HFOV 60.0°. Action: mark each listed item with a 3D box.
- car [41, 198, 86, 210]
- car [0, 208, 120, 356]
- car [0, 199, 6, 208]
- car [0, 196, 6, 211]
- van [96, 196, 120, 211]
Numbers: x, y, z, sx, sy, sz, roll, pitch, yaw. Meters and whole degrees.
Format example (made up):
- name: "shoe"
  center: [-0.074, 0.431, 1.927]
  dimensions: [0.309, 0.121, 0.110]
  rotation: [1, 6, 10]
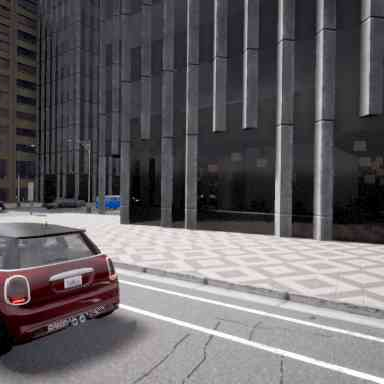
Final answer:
- name: "car"
  center: [-15.977, 1.460, 41.623]
  dimensions: [2.033, 1.411, 5.357]
  rotation: [1, 1, 36]
- name: "car"
  center: [-3.496, 1.349, 6.171]
  dimensions: [4.553, 1.767, 2.097]
  rotation: [0, 0, 35]
- name: "car"
  center: [-21.564, 1.277, 33.801]
  dimensions: [2.097, 1.767, 4.553]
  rotation: [1, 1, 35]
- name: "car"
  center: [-22.994, 1.323, 36.449]
  dimensions: [1.967, 1.590, 4.097]
  rotation: [1, 1, 36]
- name: "van"
  center: [-9.711, 1.339, 40.287]
  dimensions: [1.690, 1.788, 3.998]
  rotation: [1, 1, 36]
